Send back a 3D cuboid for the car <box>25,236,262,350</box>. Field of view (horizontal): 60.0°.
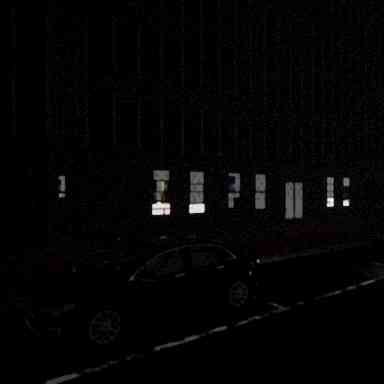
[{"bbox_3d":[-0.615,1.544,6.124,4.403,1.369,2.008,0,0,-36],"label":"car"}]

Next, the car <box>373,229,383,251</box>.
[{"bbox_3d":[8.648,1.550,12.742,4.206,1.307,1.802,0,0,-36],"label":"car"}]
